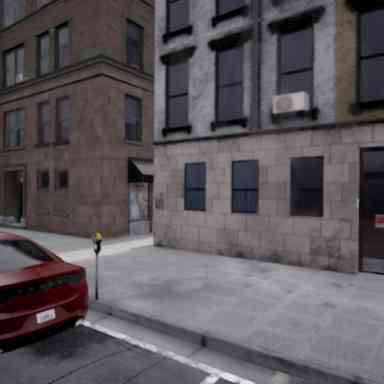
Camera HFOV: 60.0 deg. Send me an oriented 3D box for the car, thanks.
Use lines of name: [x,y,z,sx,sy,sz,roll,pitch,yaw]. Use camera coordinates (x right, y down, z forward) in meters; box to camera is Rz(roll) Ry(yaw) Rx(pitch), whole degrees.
car: [-3.893,1.423,5.721,5.008,1.535,1.882,1,0,35]
